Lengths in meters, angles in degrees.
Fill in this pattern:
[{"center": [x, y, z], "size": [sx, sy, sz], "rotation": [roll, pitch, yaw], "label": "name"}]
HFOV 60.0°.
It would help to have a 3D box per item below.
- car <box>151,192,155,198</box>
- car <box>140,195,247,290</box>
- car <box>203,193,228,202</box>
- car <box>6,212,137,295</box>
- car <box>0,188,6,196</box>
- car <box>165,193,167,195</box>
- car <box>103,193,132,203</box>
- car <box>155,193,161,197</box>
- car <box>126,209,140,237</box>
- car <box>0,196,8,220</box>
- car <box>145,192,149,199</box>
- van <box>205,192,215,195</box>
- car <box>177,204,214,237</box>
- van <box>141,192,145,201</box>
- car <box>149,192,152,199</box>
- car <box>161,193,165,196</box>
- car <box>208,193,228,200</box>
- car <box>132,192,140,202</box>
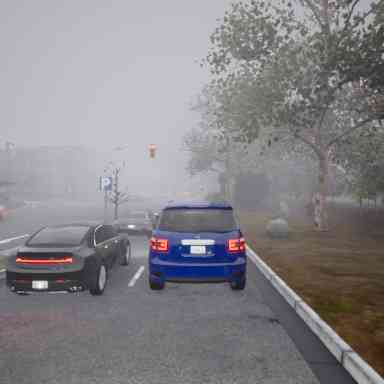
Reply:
[{"center": [-12.132, 1.359, 80.928], "size": [4.674, 1.452, 2.002], "rotation": [-1, 0, -13], "label": "car"}, {"center": [0.127, 1.233, 9.226], "size": [2.150, 2.045, 5.566], "rotation": [0, 0, 0], "label": "car"}, {"center": [4.782, 1.142, 68.512], "size": [4.553, 1.767, 2.185], "rotation": [1, 0, -14], "label": "car"}, {"center": [-2.876, 1.515, 8.741], "size": [1.837, 1.490, 4.892], "rotation": [0, 0, 0], "label": "car"}, {"center": [-31.074, 0.137, 53.876], "size": [2.002, 1.452, 4.674], "rotation": [6, -3, -19], "label": "car"}, {"center": [-10.424, 1.316, 92.892], "size": [5.008, 1.535, 2.097], "rotation": [-1, 0, -11], "label": "car"}, {"center": [-14.338, 1.358, 62.980], "size": [4.792, 1.488, 2.163], "rotation": [-1, 0, -15], "label": "car"}, {"center": [-11.306, 1.357, 86.909], "size": [4.674, 1.452, 2.002], "rotation": [-1, 0, -12], "label": "car"}, {"center": [-2.814, 1.589, 17.627], "size": [1.994, 1.385, 4.181], "rotation": [0, 0, 1], "label": "car"}, {"center": [-16.585, 1.404, 25.177], "size": [4.553, 1.767, 2.185], "rotation": [-1, 0, -19], "label": "car"}, {"center": [-12.886, 1.322, 74.933], "size": [4.892, 1.521, 2.231], "rotation": [-1, 0, -13], "label": "car"}, {"center": [4.394, 1.043, 65.543], "size": [4.442, 1.987, 1.878], "rotation": [1, 0, -14], "label": "van"}, {"center": [0.204, 1.531, 19.084], "size": [1.837, 1.490, 4.892], "rotation": [0, 0, 0], "label": "car"}, {"center": [-13.119, 1.093, 71.962], "size": [4.442, 1.987, 1.878], "rotation": [-1, 0, -14], "label": "van"}, {"center": [-12.508, 1.359, 77.927], "size": [4.674, 1.452, 2.002], "rotation": [-1, 0, -13], "label": "car"}, {"center": [-10.851, 1.065, 89.914], "size": [5.566, 2.045, 2.435], "rotation": [-1, 0, -12], "label": "car"}, {"center": [6.598, 1.129, 83.208], "size": [4.553, 1.767, 2.185], "rotation": [1, 0, -12], "label": "car"}, {"center": [-13.688, 1.315, 65.971], "size": [5.366, 1.575, 1.946], "rotation": [-1, 0, -15], "label": "car"}]
